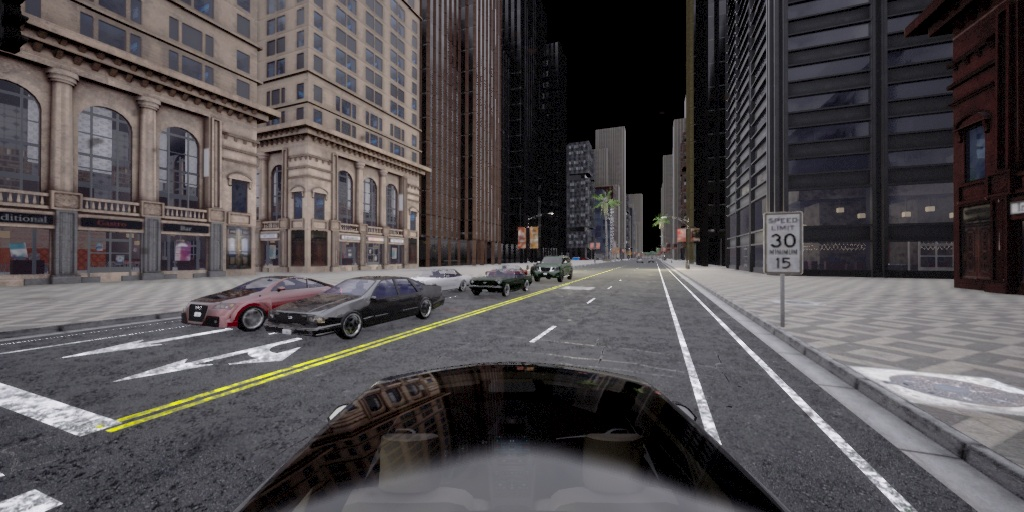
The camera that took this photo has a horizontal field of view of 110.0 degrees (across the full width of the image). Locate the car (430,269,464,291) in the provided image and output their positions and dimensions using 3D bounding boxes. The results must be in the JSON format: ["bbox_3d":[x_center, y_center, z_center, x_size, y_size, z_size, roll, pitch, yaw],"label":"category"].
[{"bbox_3d":[-4.070,1.356,19.173,1.895,1.301,4.718,0,0,22],"label":"car"}]

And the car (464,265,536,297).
[{"bbox_3d":[-0.488,1.357,19.377,1.895,1.301,4.718,0,0,22],"label":"car"}]

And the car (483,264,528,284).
[{"bbox_3d":[-0.376,1.363,28.424,1.895,1.301,4.718,0,0,22],"label":"car"}]

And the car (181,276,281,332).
[{"bbox_3d":[-7.313,1.315,11.034,1.994,1.385,4.181,0,0,22],"label":"car"}]

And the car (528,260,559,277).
[{"bbox_3d":[3.443,1.250,37.889,1.882,1.535,5.008,0,0,22],"label":"car"}]

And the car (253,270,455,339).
[{"bbox_3d":[-4.042,1.299,10.471,2.033,1.411,5.357,0,0,22],"label":"car"}]

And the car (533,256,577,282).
[{"bbox_3d":[3.481,0.986,29.310,2.150,2.045,5.566,0,0,22],"label":"car"}]
